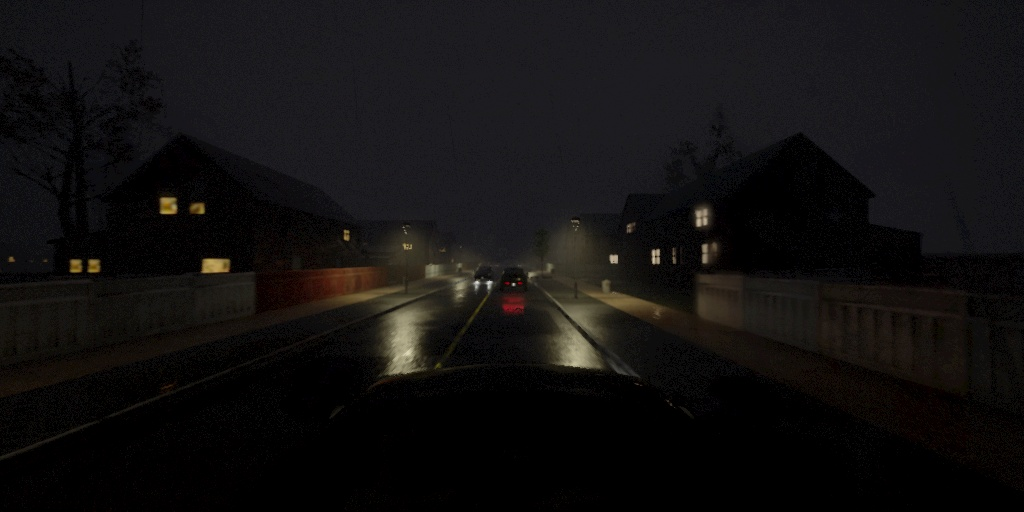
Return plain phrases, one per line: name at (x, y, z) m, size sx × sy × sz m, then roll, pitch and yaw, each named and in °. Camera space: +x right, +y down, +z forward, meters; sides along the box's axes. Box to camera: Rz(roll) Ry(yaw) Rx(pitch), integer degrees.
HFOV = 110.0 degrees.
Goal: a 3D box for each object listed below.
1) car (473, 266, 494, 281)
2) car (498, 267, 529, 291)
car at (-2.809, 1.730, 36.957) m, size 2.033 × 1.411 × 5.357 m, roll 0°, pitch -1°, yaw 0°
car at (0.106, 1.542, 24.827) m, size 1.837 × 1.490 × 4.892 m, roll 0°, pitch 0°, yaw 0°
